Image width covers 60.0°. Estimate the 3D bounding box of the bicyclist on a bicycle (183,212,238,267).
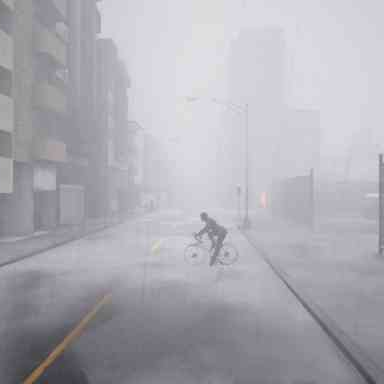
[{"bbox_3d":[0.545,1.437,10.024,1.656,1.620,0.582,-2,0,2],"label":"bicyclist on a bicycle"}]
